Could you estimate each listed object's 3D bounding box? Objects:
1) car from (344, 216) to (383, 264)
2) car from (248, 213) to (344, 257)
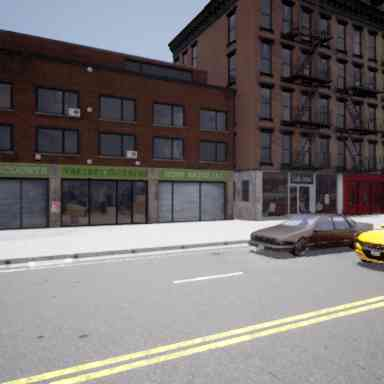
[{"bbox_3d":[7.434,1.473,10.607,5.008,1.535,1.882,0,0,-27],"label":"car"},{"bbox_3d":[4.798,1.543,12.907,5.357,1.411,2.033,0,0,-27],"label":"car"}]
